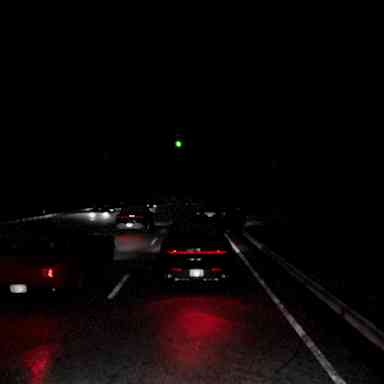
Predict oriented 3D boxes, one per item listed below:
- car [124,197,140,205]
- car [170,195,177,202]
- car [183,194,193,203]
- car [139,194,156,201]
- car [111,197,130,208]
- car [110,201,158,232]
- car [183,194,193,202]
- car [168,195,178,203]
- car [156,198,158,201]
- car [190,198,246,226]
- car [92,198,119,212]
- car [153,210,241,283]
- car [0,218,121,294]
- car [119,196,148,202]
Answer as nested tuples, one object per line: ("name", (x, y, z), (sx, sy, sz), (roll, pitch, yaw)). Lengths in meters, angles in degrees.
("car", (-10.785, 1.633, 60.297), (2.033, 1.411, 5.357), (0, 0, -1))
("car", (-4.526, 1.546, 80.658), (1.812, 1.442, 4.674), (0, 0, -3))
("car", (-0.543, 1.624, 70.711), (1.812, 1.442, 4.674), (0, 0, -2))
("car", (-7.179, 1.293, 50.769), (2.150, 2.045, 5.566), (0, 0, 0))
("car", (-10.672, 1.575, 49.730), (1.837, 1.490, 4.892), (0, 0, -1))
("car", (-3.397, 1.534, 20.424), (1.837, 1.490, 4.892), (0, 0, 0))
("car", (-1.030, 1.377, 80.827), (2.097, 1.767, 4.553), (0, 0, -3))
("car", (-4.042, 1.616, 70.613), (1.812, 1.442, 4.674), (0, 0, -2))
("car", (-7.298, 1.633, 61.102), (2.033, 1.411, 5.357), (0, 0, -1))
("car", (1.897, 1.381, 21.028), (2.097, 1.767, 4.553), (0, 0, 23))
("car", (-10.610, 1.658, 40.421), (1.895, 1.301, 4.718), (0, 0, 0))
("car", (0.100, 1.519, 9.727), (1.837, 1.490, 4.892), (0, 0, 0))
("car", (-3.398, 1.613, 8.756), (1.895, 1.301, 4.718), (0, 0, 0))
("car", (-7.102, 1.549, 40.909), (2.128, 1.511, 4.902), (0, 0, 1))
